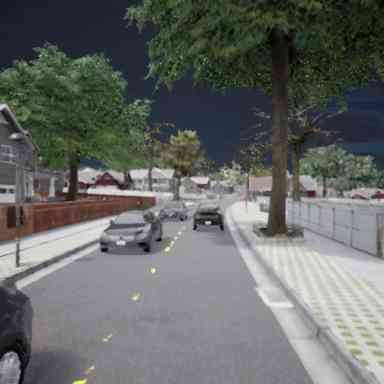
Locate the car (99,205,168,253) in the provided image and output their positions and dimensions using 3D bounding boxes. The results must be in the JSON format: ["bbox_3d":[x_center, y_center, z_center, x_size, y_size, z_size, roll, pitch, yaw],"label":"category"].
[{"bbox_3d":[-2.317,1.498,13.779,1.812,1.442,4.674,0,0,3],"label":"car"}]

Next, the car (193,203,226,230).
[{"bbox_3d":[1.093,1.492,21.287,1.837,1.490,4.892,0,0,4],"label":"car"}]

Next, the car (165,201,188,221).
[{"bbox_3d":[-1.398,1.479,26.762,1.837,1.490,4.892,0,0,5],"label":"car"}]

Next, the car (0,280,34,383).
[{"bbox_3d":[-2.787,1.487,1.955,1.837,1.490,4.892,0,0,2],"label":"car"}]
